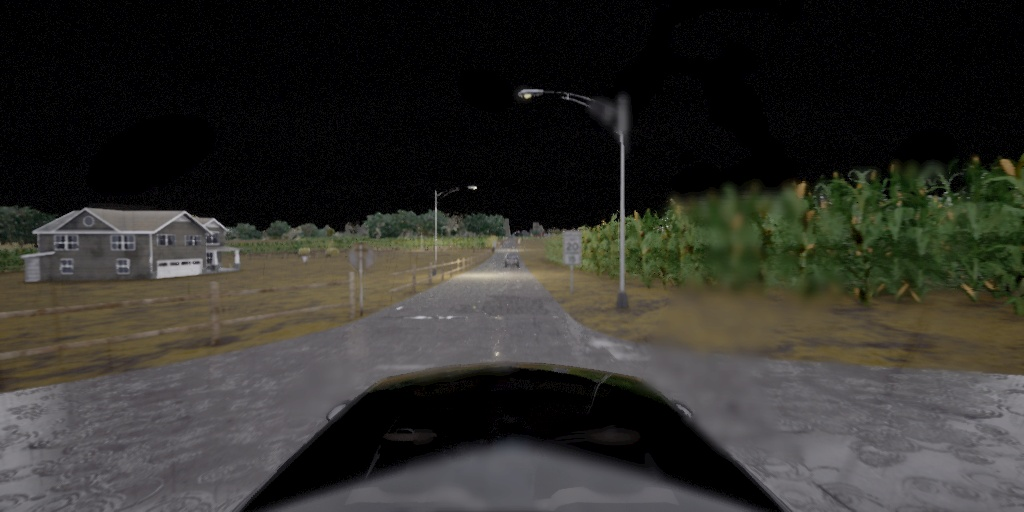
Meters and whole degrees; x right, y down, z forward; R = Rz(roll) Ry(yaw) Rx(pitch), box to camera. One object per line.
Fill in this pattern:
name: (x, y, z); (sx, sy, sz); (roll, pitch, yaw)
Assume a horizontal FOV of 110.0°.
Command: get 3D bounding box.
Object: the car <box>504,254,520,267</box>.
car: (0.000, 0.658, 46.552); (2.128, 1.511, 4.902); (0, 1, 0)
